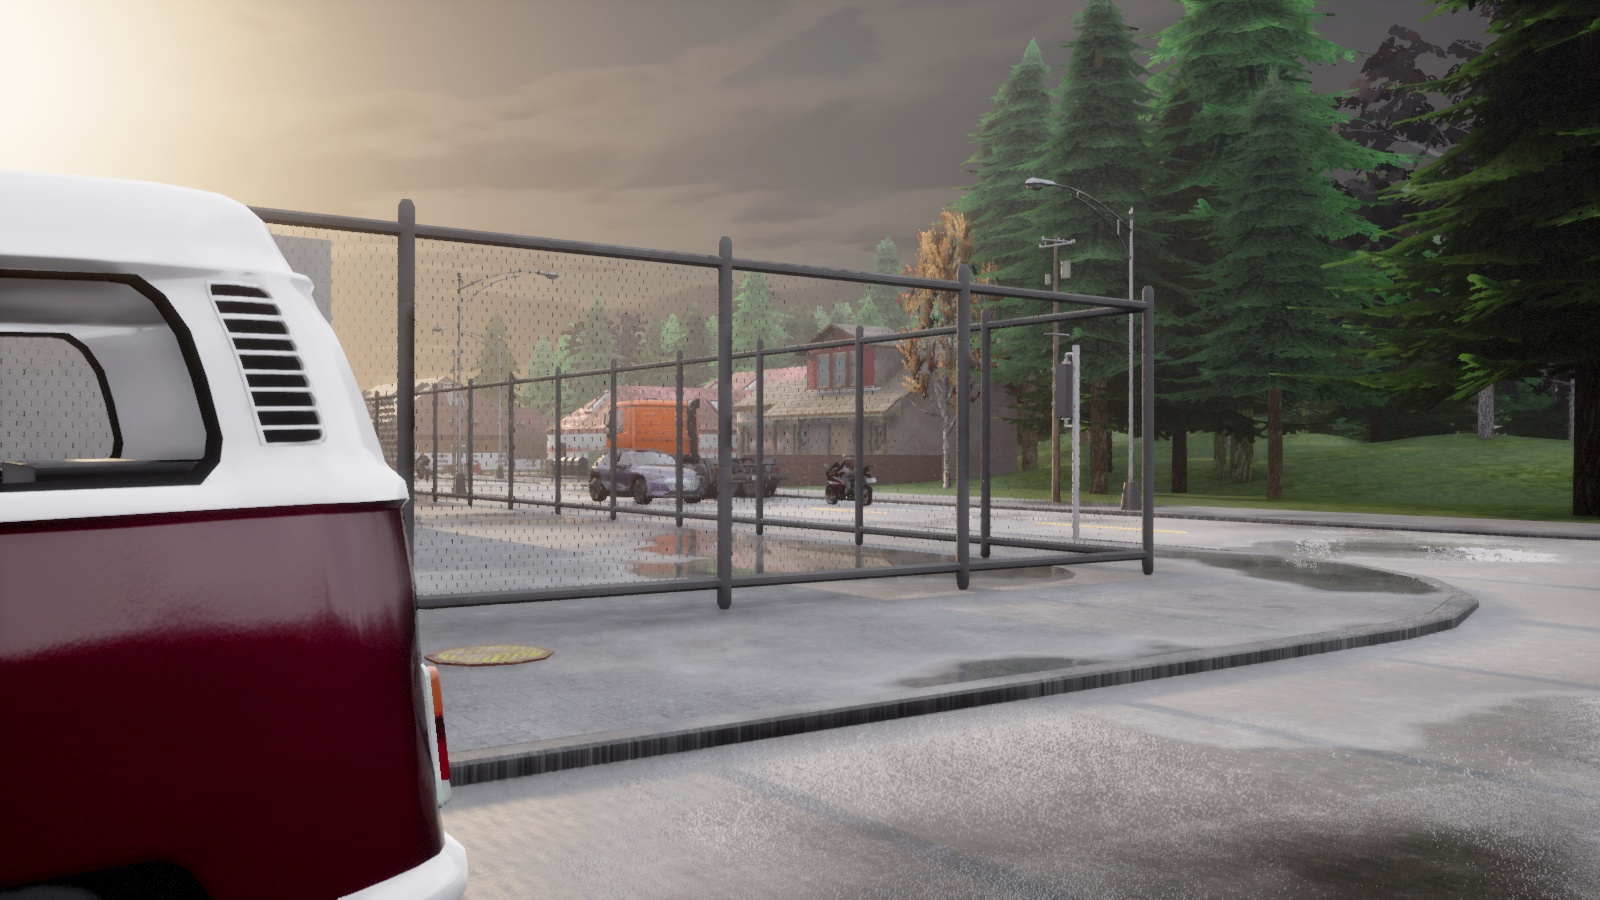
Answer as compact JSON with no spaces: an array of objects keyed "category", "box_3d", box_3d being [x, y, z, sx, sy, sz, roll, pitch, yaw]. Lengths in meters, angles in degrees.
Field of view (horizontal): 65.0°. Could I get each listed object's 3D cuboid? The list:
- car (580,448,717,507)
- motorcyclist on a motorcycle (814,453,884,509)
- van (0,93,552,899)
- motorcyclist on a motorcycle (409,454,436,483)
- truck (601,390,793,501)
[{"category":"car","box_3d":[-4.602,0.776,37.462,2.033,1.649,4.856,0,0,-35]},{"category":"motorcyclist on a motorcycle","box_3d":[1.377,0.865,35.853,0.866,1.530,2.191,0,0,-35]},{"category":"van","box_3d":[-2.965,0.467,2.209,4.480,2.038,2.069,-2,1,-35]},{"category":"motorcyclist on a motorcycle","box_3d":[-20.126,0.986,66.970,0.866,1.530,2.191,-1,0,-30]},{"category":"truck","box_3d":[-3.727,-0.123,43.236,2.891,3.462,7.936,0,0,-36]}]
